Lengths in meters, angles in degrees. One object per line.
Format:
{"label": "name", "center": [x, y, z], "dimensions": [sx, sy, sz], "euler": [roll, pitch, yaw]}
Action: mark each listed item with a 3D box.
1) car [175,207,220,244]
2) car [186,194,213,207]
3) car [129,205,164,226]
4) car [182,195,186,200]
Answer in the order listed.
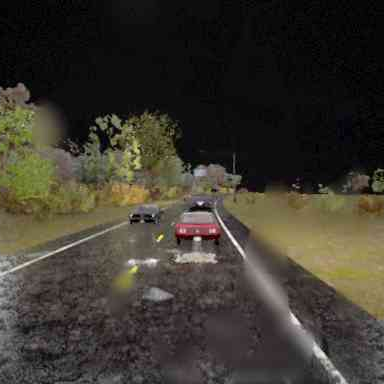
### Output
{"label": "car", "center": [0.279, 1.606, 15.689], "dimensions": [1.895, 1.301, 4.718], "euler": [0, 0, 1]}
{"label": "car", "center": [0.910, 1.231, 33.983], "dimensions": [2.150, 2.045, 5.566], "euler": [0, 0, 3]}
{"label": "car", "center": [-3.182, 1.605, 23.810], "dimensions": [1.895, 1.301, 4.718], "euler": [0, 0, 2]}
{"label": "car", "center": [-0.737, 1.131, 64.761], "dimensions": [1.882, 1.535, 5.008], "euler": [0, 0, 5]}
